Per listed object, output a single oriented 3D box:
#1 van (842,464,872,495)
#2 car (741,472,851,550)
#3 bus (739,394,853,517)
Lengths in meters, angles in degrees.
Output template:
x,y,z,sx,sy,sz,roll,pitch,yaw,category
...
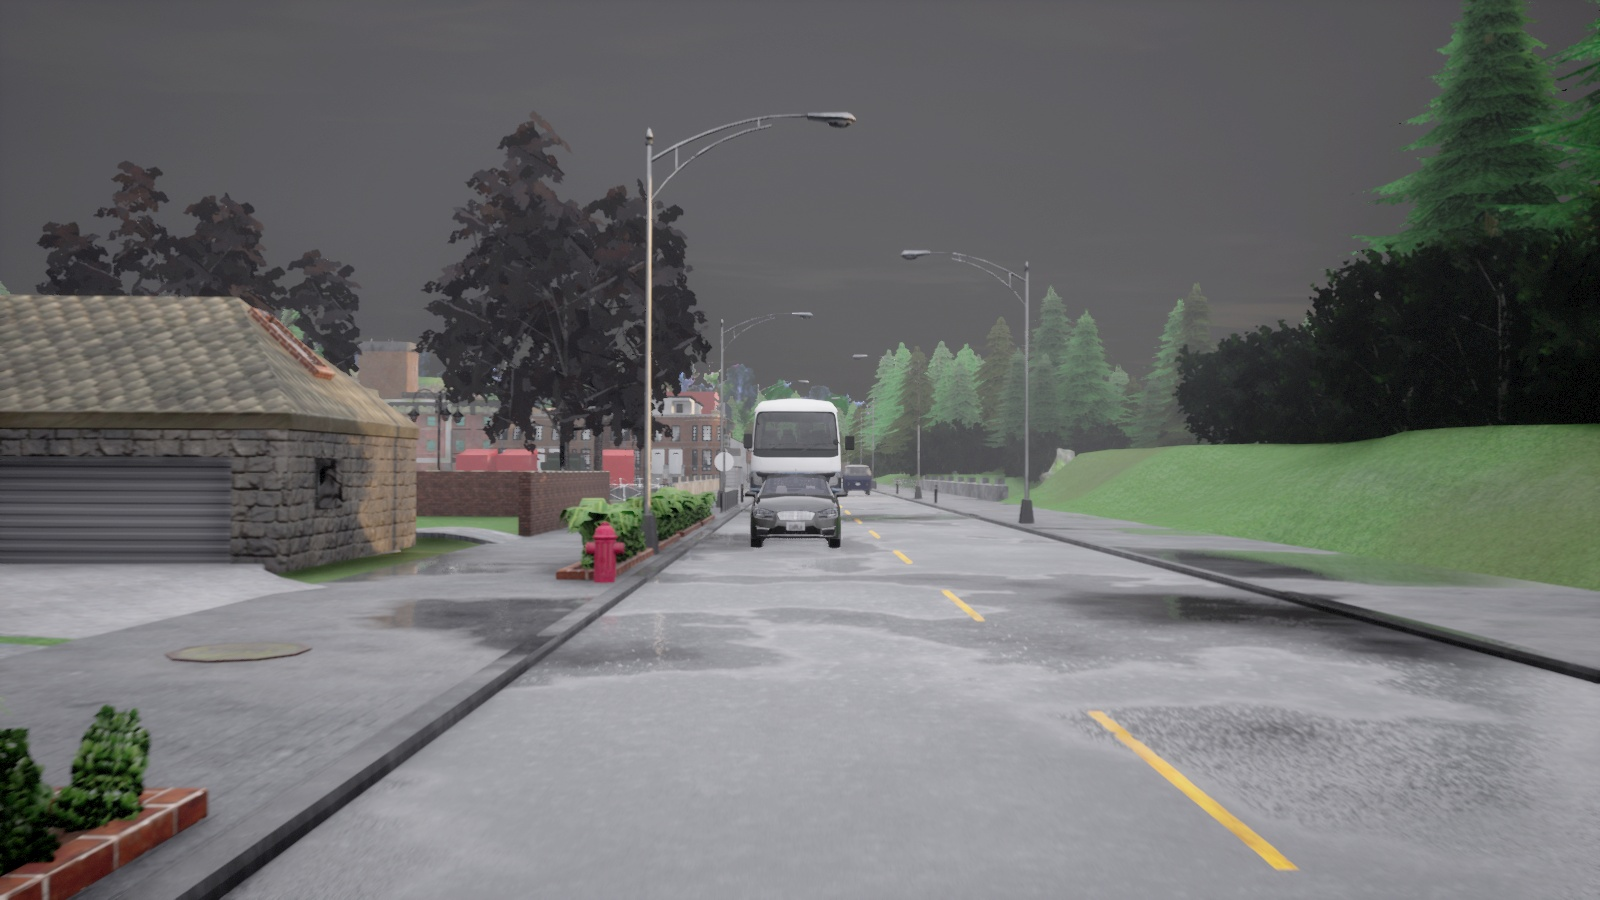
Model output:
x,y,z,sx,sy,sz,roll,pitch,yaw,category
3.734,1.949,83.422,1.775,1.987,4.442,0,-1,0,van
-0.083,1.220,26.822,2.128,1.511,4.902,0,-1,0,car
-0.159,0.254,48.724,3.944,4.253,10.273,0,-1,0,bus
